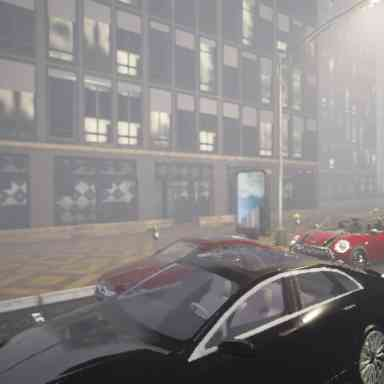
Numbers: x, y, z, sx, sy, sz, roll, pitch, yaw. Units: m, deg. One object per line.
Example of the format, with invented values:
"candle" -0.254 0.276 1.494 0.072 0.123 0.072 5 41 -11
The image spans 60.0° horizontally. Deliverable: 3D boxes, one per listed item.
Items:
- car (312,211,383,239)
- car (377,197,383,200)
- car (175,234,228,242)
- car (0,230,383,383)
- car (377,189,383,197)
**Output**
"car" 4.726 1.371 9.943 4.097 1.590 1.967 -1 0 -36
"car" 9.242 1.206 13.169 5.009 1.841 2.192 -1 0 -36
"car" 0.211 1.553 6.716 4.206 1.307 1.802 -1 0 -36
"car" 0.377 1.475 3.647 4.902 1.511 2.128 -1 0 -36
"car" 30.838 0.440 55.240 2.192 1.841 5.009 1 1 -36
